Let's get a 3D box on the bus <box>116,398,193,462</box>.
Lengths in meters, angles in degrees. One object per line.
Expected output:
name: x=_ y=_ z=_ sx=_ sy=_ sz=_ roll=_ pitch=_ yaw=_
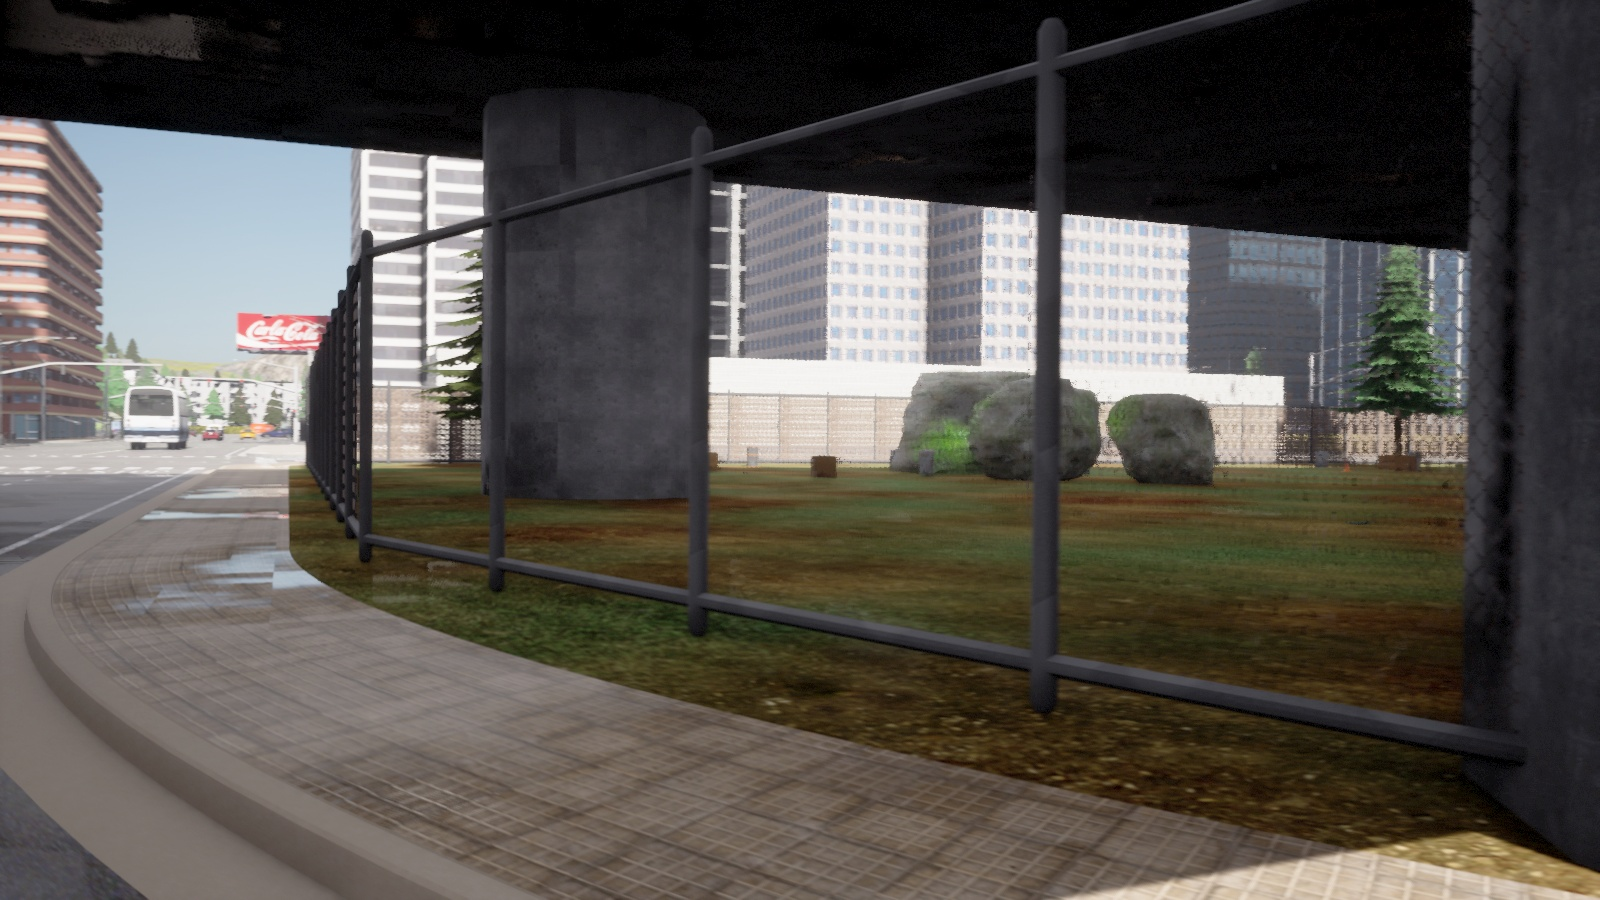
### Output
bus: x=-45.176 y=-1.371 z=88.220 sx=3.944 sy=4.253 sz=10.273 roll=-1 pitch=1 yaw=-22
